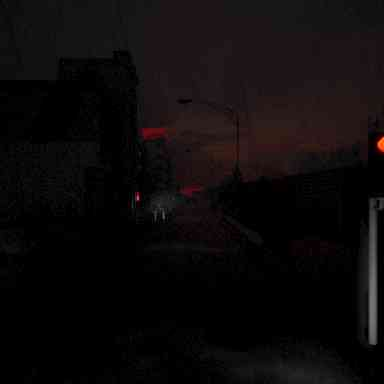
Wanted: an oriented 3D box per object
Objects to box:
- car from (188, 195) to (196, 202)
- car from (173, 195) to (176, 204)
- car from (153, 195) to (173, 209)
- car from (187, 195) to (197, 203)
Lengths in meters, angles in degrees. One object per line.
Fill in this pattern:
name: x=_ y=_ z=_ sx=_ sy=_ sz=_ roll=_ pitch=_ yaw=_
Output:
car: x=-0.041 y=1.524 z=79.672 sx=1.812 sy=1.442 sz=4.674 roll=0 pitch=0 yaw=0
car: x=-4.117 y=1.601 z=53.600 sx=1.895 sy=1.301 sz=4.718 roll=0 pitch=0 yaw=0
car: x=-4.118 y=1.491 z=44.316 sx=2.128 sy=1.511 sz=4.902 roll=0 pitch=0 yaw=0
car: x=0.063 y=1.477 z=68.770 sx=1.882 sy=1.535 sz=5.008 roll=0 pitch=0 yaw=0
